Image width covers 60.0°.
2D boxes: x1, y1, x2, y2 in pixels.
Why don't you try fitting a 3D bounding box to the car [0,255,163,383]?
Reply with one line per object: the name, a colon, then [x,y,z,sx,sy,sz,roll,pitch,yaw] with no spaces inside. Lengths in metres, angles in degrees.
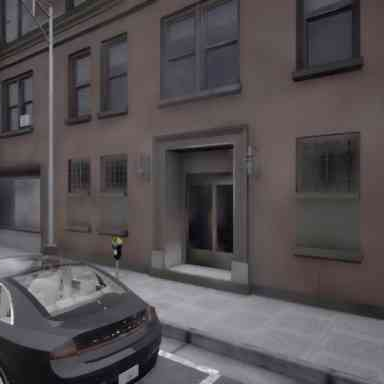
car: [-2.392,1.550,4.516,4.403,1.369,2.008,0,0,36]
